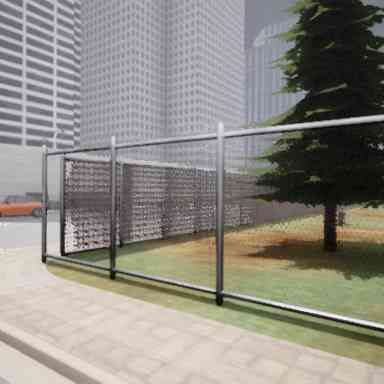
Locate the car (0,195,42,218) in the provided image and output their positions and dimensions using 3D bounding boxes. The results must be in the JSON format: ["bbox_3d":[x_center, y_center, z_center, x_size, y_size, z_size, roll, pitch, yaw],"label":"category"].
[{"bbox_3d":[-13.200,1.052,23.970,2.097,1.767,4.553,1,0,36],"label":"car"}]
